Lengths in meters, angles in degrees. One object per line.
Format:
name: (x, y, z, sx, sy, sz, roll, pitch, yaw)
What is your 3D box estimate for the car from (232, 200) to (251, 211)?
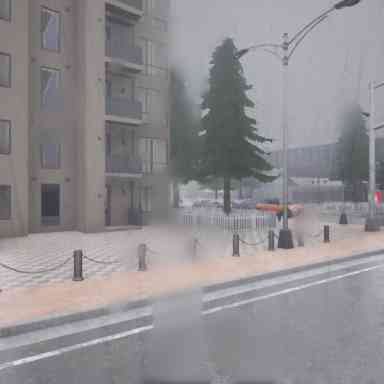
car: (6.782, 1.563, 37.156, 2.033, 1.411, 5.357, 0, 0, -37)

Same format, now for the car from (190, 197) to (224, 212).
car: (1.823, 1.579, 37.593, 1.994, 1.385, 4.181, 0, 0, -37)

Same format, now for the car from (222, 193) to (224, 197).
car: (7.454, 1.092, 94.739, 1.905, 1.878, 3.866, 0, 0, -37)

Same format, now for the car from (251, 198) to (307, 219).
car: (7.869, 1.367, 29.606, 2.097, 1.767, 4.553, 0, 0, -37)

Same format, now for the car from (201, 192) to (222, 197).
car: (5.368, 1.113, 92.674, 1.932, 1.855, 4.605, 0, 0, -37)
